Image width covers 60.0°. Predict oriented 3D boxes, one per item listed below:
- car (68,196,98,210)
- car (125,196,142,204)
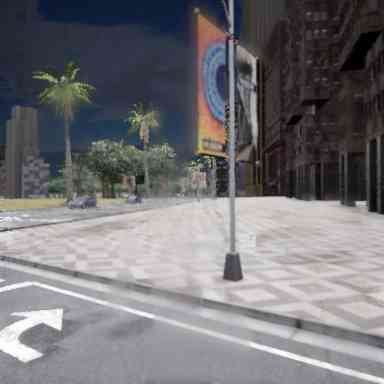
[{"bbox_3d":[-14.306,1.363,43.730,2.097,1.767,4.553,0,0,13],"label":"car"},{"bbox_3d":[-10.671,1.430,60.933,1.812,1.442,4.674,0,0,11],"label":"car"}]
